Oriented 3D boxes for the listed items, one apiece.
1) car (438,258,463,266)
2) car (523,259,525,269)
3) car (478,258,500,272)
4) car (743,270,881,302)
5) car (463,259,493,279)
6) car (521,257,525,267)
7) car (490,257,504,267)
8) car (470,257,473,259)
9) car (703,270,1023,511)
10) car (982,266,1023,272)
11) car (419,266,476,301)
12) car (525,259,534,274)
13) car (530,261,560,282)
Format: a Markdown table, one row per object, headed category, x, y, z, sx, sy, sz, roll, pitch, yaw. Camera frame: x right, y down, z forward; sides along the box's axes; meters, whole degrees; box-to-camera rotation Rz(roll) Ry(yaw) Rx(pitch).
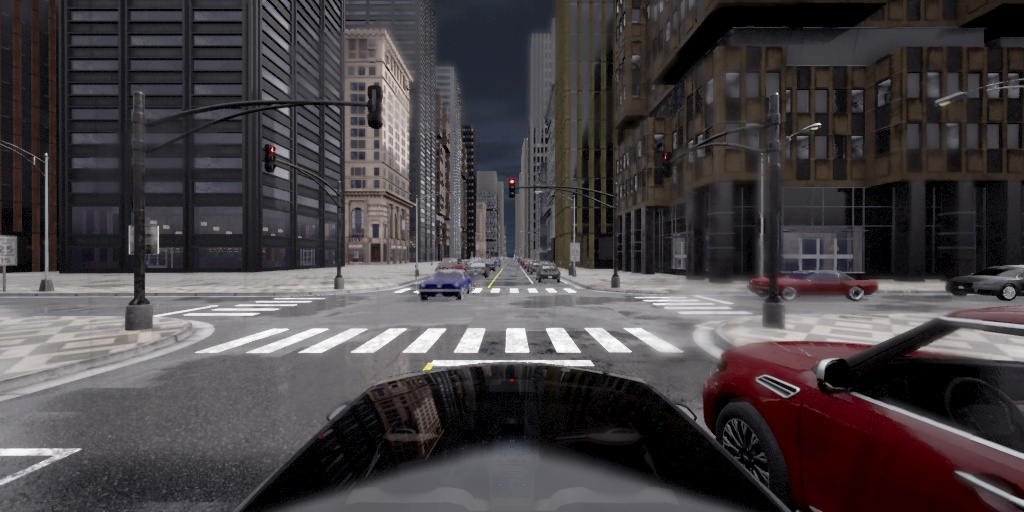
| category | x | y | z | sx | sy | sz | roll | pitch | yaw |
| --- | --- | --- | --- | --- | --- | --- | --- | --- | --- |
| car | -5.751 | 1.067 | 33.822 | 2.192 | 1.841 | 5.009 | 0 | 0 | 0 |
| car | 2.778 | 1.300 | 45.110 | 1.888 | 1.381 | 4.507 | 0 | 0 | 0 |
| car | -3.078 | 1.303 | 47.073 | 2.033 | 1.411 | 5.357 | 0 | 0 | 0 |
| car | 13.524 | 1.314 | 16.361 | 4.718 | 1.301 | 1.895 | 0 | 0 | 0 |
| car | -3.093 | 1.278 | 33.183 | 1.812 | 1.442 | 4.674 | 0 | 0 | 1 |
| car | 2.782 | 1.199 | 56.391 | 1.967 | 1.591 | 4.097 | 0 | 0 | 0 |
| car | -2.978 | 1.338 | 62.919 | 1.994 | 1.385 | 4.181 | 0 | 0 | 0 |
| car | -5.749 | 1.193 | 39.464 | 1.967 | 1.591 | 4.097 | 0 | 0 | 0 |
| car | 2.762 | 1.065 | 1.215 | 2.192 | 1.841 | 5.009 | 0 | 0 | 0 |
| car | 22.959 | 1.197 | 16.404 | 4.892 | 1.490 | 1.837 | 0 | 0 | 0 |
| car | -3.096 | 1.350 | 17.474 | 1.895 | 1.301 | 4.718 | 0 | 0 | 0 |
| car | 2.776 | 1.304 | 39.469 | 2.007 | 1.370 | 4.403 | 0 | 0 | 0 |
| car | 2.772 | 1.301 | 28.188 | 2.007 | 1.370 | 4.403 | 0 | 0 | 0 |
